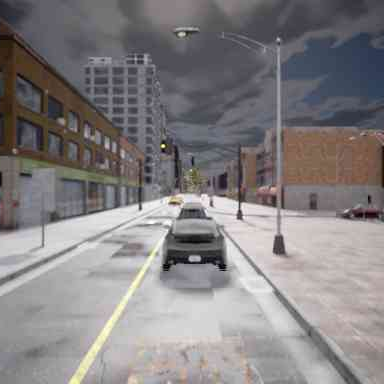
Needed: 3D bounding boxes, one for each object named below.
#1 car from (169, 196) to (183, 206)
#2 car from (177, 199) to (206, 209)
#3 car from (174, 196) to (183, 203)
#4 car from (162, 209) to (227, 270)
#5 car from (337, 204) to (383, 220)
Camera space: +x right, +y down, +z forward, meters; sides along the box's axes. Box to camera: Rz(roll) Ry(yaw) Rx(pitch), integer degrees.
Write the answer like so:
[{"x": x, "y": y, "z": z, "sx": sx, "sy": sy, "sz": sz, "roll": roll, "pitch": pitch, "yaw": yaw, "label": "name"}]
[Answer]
[{"x": -2.939, "y": 1.518, "z": 56.850, "sx": 1.882, "sy": 1.535, "sz": 5.008, "roll": 0, "pitch": 0, "yaw": 0, "label": "car"}, {"x": 0.033, "y": 1.527, "z": 25.355, "sx": 1.837, "sy": 1.490, "sz": 4.892, "roll": 0, "pitch": 0, "yaw": 0, "label": "car"}, {"x": -2.917, "y": 1.624, "z": 72.146, "sx": 1.895, "sy": 1.301, "sz": 4.718, "roll": 0, "pitch": 0, "yaw": 0, "label": "car"}, {"x": 0.071, "y": 1.513, "z": 11.061, "sx": 1.837, "sy": 1.490, "sz": 4.892, "roll": 0, "pitch": -1, "yaw": 0, "label": "car"}, {"x": 16.300, "y": 1.853, "z": 32.208, "sx": 4.097, "sy": 1.590, "sz": 1.967, "roll": 1, "pitch": -1, "yaw": 0, "label": "car"}]
